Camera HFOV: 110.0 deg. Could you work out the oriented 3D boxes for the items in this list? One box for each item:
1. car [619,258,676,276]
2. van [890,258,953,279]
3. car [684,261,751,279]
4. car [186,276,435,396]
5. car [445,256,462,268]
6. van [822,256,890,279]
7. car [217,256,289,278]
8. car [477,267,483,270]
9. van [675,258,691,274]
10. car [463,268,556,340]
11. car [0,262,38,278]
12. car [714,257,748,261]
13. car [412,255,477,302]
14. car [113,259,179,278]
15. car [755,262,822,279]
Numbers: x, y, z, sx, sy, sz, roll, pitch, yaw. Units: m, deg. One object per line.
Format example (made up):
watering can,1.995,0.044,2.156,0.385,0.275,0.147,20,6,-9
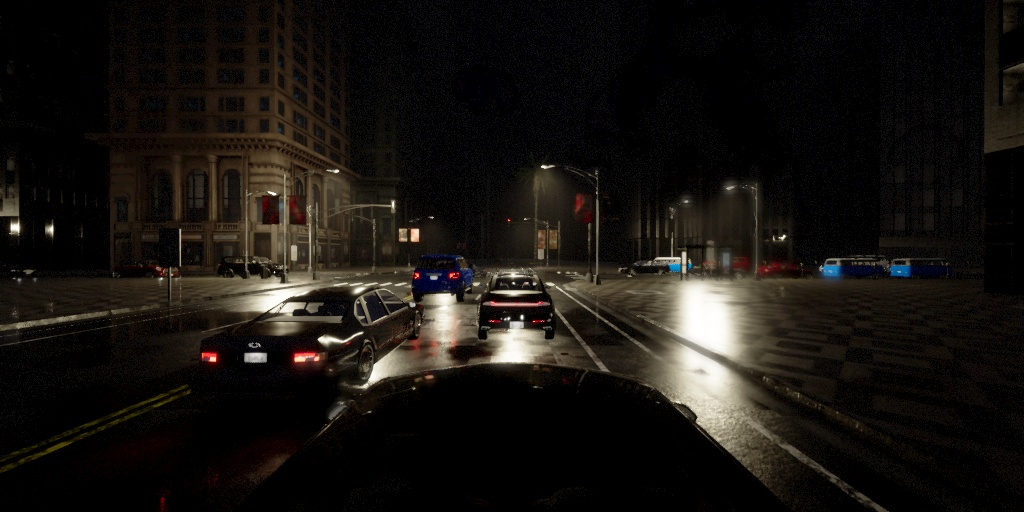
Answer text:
car,13.165,1.226,35.707,4.902,1.511,2.128,0,0,0
van,34.093,1.080,29.862,3.998,1.789,1.690,0,0,0
car,17.061,1.299,29.850,4.403,1.370,2.007,0,0,0
car,-3.150,1.297,6.925,2.033,1.411,5.357,0,0,0
car,-9.853,0.976,60.764,2.150,2.045,5.566,0,0,0
van,28.416,1.082,29.858,3.998,1.789,1.690,0,0,0
car,-23.454,0.996,32.536,5.566,2.045,2.150,0,0,0
car,-4.517,1.297,30.234,2.033,1.411,5.357,0,0,40
van,17.054,1.065,38.375,3.998,1.789,1.690,0,0,0
car,0.092,1.240,9.994,2.128,1.511,4.902,0,0,0
car,-46.396,1.292,32.663,4.902,1.511,2.128,0,0,1
car,22.731,1.035,38.379,5.009,1.841,2.192,0,0,0
car,-3.156,0.972,17.166,2.150,2.045,5.566,0,0,0
car,-33.173,1.137,32.586,4.553,1.767,2.097,0,0,0
car,22.739,1.326,29.854,4.207,1.307,1.802,0,0,0
